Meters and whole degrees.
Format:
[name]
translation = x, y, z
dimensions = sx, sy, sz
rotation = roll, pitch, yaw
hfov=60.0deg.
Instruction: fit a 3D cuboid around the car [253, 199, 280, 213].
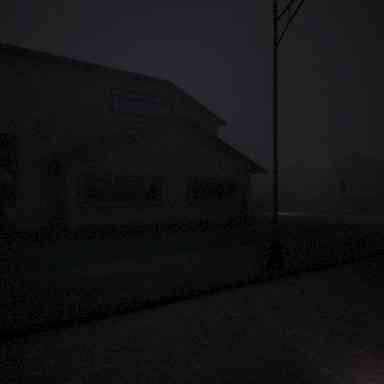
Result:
[car]
translation = 7.144, 1.537, 36.985
dimensions = 2.033, 1.411, 5.357
rotation = 0, 0, -35
